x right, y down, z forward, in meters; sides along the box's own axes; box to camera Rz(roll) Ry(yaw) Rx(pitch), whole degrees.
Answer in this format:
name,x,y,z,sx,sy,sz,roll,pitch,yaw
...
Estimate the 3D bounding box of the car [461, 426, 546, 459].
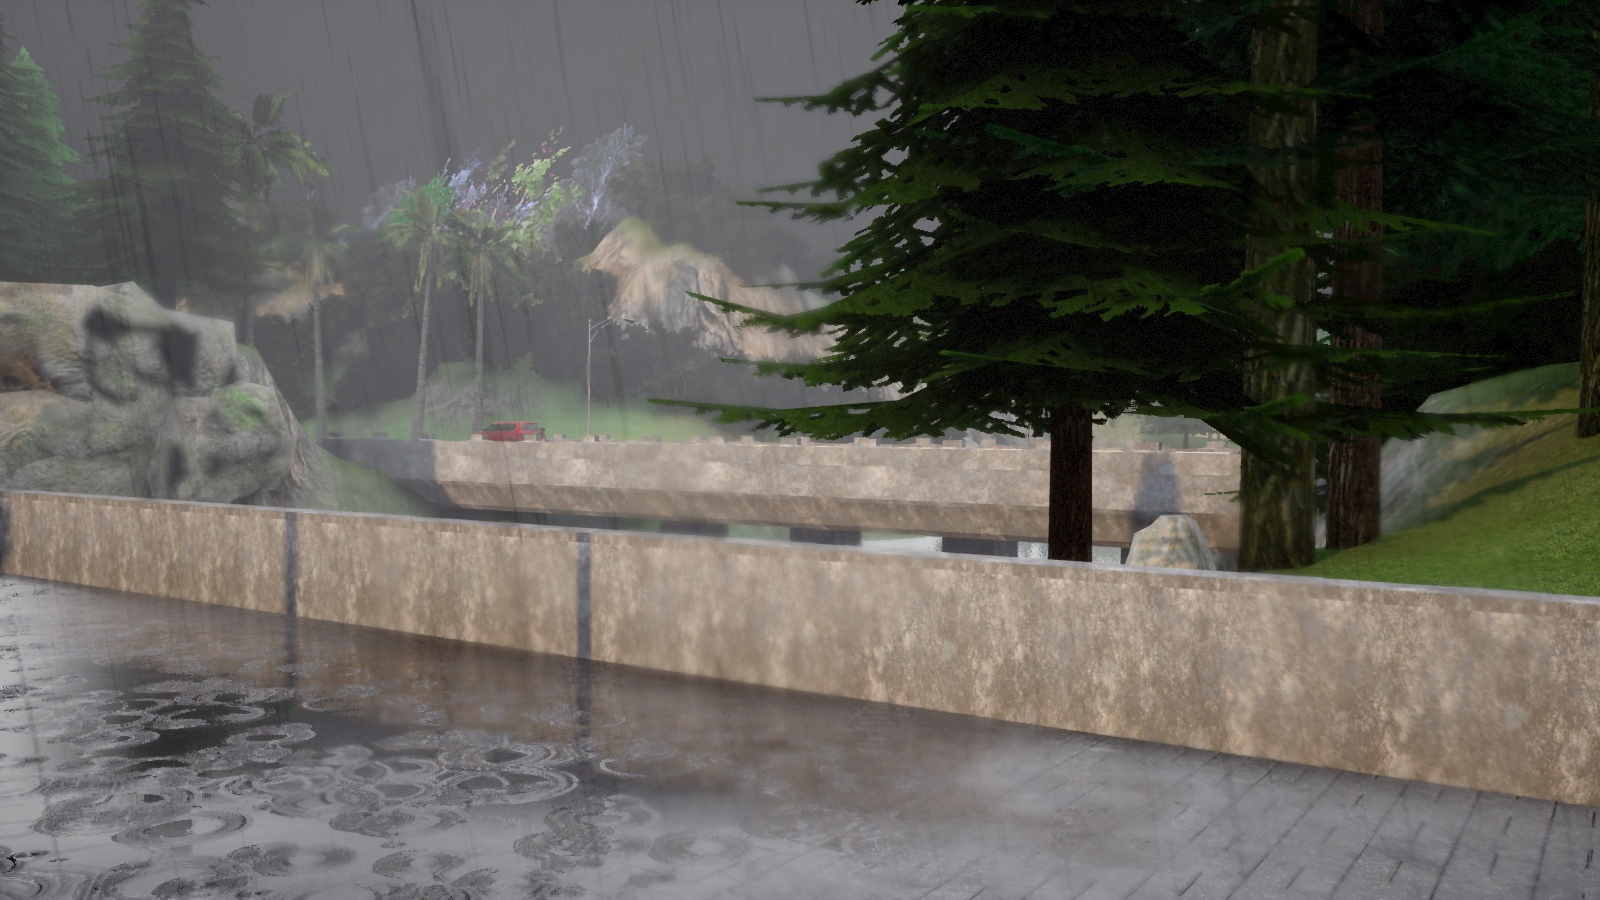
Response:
name,x,y,z,sx,sy,sz,roll,pitch,yaw
car,-19.331,-0.491,81.742,5.566,2.045,2.150,0,1,34
